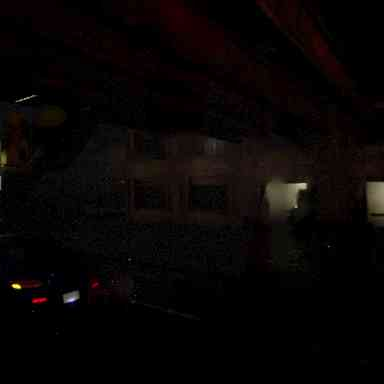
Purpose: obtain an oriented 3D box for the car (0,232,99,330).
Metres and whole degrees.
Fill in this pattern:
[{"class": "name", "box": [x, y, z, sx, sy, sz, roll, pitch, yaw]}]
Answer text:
[{"class": "car", "box": [-3.836, 1.559, 6.801, 4.674, 1.442, 1.812, 0, 0, 36]}]
